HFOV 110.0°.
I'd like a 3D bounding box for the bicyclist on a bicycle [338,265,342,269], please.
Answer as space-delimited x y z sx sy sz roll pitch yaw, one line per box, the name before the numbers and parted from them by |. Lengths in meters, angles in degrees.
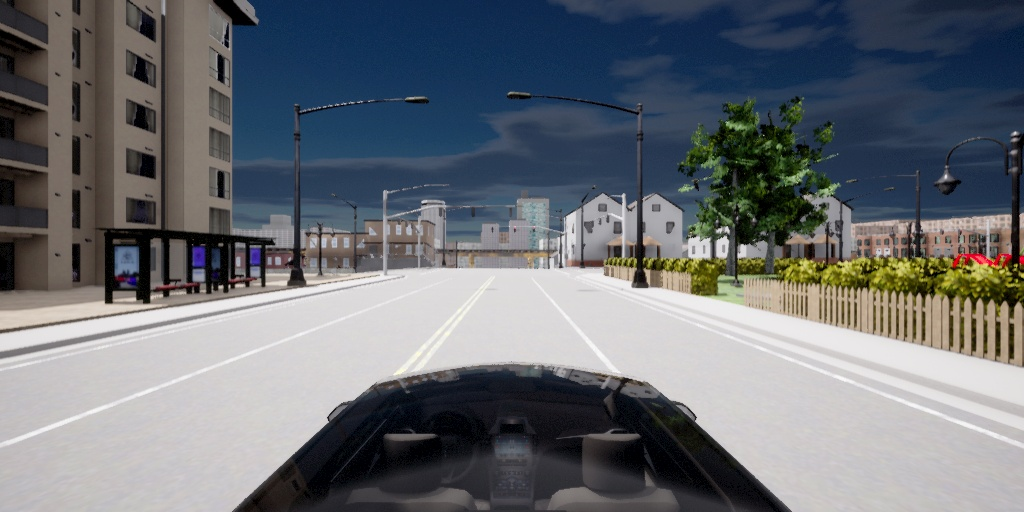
bicyclist on a bicycle | -25.645 2.186 53.423 0.582 1.620 1.656 -8 0 0
